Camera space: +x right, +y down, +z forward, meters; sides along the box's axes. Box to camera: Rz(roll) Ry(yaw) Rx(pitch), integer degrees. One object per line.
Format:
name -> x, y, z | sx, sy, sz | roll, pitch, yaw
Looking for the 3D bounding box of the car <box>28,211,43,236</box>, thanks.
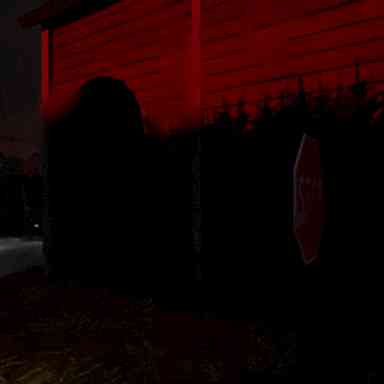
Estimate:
car -> -6.032, 1.294, 18.453 | 2.150, 2.045, 5.566 | 0, 0, 34
